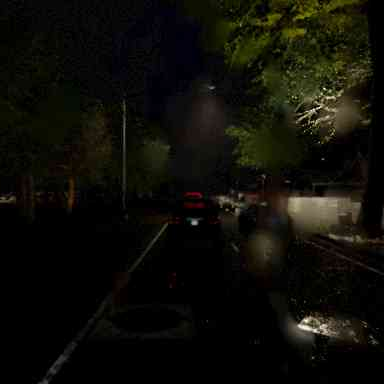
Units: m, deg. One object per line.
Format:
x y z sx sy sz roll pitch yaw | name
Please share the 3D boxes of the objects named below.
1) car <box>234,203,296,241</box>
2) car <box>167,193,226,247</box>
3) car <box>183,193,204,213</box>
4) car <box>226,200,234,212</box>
3.608 1.352 16.832 2.097 1.767 4.553 0 0 0 | car
0.099 1.226 15.125 2.150 2.045 5.566 0 0 0 | car
0.110 1.132 36.825 2.150 2.045 5.566 0 0 0 | car
3.622 1.515 36.486 1.895 1.301 4.718 0 0 0 | car
